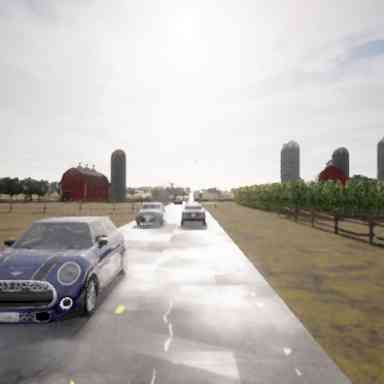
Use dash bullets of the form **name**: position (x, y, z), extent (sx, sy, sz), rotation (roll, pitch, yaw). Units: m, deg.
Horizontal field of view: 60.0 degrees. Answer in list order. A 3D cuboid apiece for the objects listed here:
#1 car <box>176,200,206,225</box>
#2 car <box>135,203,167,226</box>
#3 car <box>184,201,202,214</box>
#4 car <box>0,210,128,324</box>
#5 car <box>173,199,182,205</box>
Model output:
- **car**: position (0.098, 1.588, 24.585), extent (2.033, 1.411, 5.357), rotation (0, 0, 0)
- **car**: position (-2.851, 1.529, 24.022), extent (2.128, 1.511, 4.902), rotation (0, 0, 0)
- **car**: position (0.096, 1.722, 38.680), extent (1.895, 1.301, 4.718), rotation (0, 0, 0)
- **car**: position (-2.846, 1.360, 7.442), extent (2.097, 1.767, 4.553), rotation (0, 0, 0)
- **car**: position (-2.757, 1.989, 66.280), extent (1.895, 1.301, 4.718), rotation (0, -1, 0)
